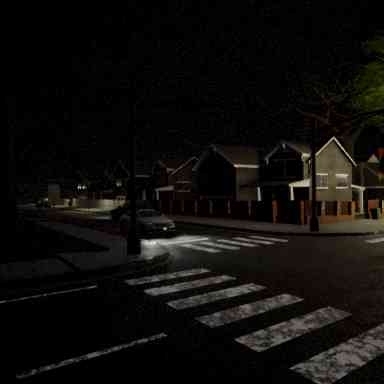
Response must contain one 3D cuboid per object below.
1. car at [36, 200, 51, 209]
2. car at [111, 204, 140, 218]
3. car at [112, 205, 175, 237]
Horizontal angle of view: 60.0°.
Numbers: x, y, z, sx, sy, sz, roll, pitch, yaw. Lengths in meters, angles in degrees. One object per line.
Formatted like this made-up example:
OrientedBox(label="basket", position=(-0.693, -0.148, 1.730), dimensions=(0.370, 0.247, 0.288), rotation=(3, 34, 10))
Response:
OrientedBox(label="car", position=(-26.072, 2.156, 58.373), dimensions=(2.128, 1.511, 4.902), rotation=(-1, 0, -35))
OrientedBox(label="car", position=(-5.386, 1.733, 28.527), dimensions=(2.128, 1.511, 4.902), rotation=(-1, 0, -34))
OrientedBox(label="car", position=(-2.805, 1.718, 19.735), dimensions=(1.812, 1.442, 4.674), rotation=(-1, 0, -35))
